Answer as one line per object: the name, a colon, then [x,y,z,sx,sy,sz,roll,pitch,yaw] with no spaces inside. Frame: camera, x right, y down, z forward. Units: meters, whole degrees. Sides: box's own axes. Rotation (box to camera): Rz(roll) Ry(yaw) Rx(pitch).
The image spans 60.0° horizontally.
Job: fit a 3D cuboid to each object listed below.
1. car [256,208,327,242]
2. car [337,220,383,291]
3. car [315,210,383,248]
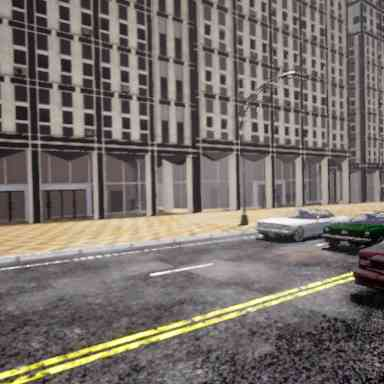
car: [5.145,1.423,15.339,4.718,1.301,1.895,-1,1,-35]
car: [5.809,1.423,7.583,5.357,1.411,2.033,-1,1,-35]
car: [7.041,1.423,12.697,4.718,1.301,1.895,-1,1,-35]
